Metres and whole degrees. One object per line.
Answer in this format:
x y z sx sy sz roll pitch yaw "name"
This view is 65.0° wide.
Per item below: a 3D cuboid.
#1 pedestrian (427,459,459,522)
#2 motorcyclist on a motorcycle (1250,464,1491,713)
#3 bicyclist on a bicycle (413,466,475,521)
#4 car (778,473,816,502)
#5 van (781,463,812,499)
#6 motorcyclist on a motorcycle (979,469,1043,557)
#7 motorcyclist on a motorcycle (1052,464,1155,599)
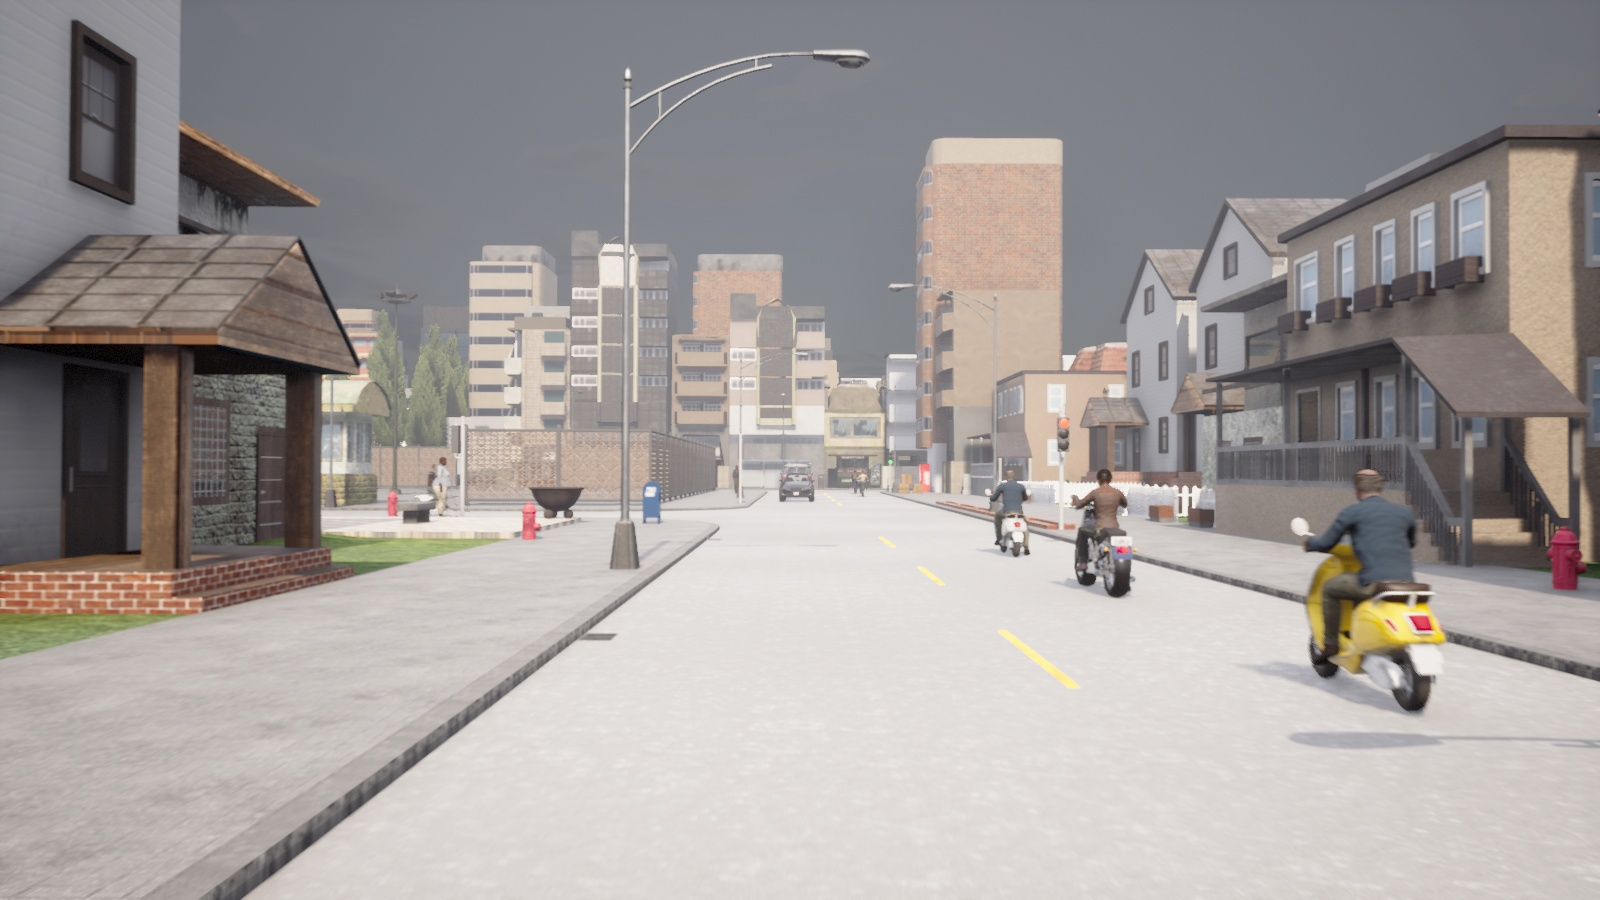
-10.708 1.195 37.659 0.900 1.855 0.874 0 -1 -14 "pedestrian"
3.976 0.902 8.947 0.866 1.590 1.817 0 -1 0 "motorcyclist on a motorcycle"
-11.735 1.426 41.426 1.843 1.776 0.659 0 -1 0 "bicyclist on a bicycle"
-0.122 1.917 64.986 1.816 1.474 4.193 0 -1 1 "car"
-0.177 1.802 73.655 1.775 1.987 4.442 0 -1 0 "van"
3.949 1.148 23.642 0.866 1.590 1.817 0 -1 0 "motorcyclist on a motorcycle"
3.956 1.027 16.574 0.766 1.649 2.350 0 -1 0 "motorcyclist on a motorcycle"
